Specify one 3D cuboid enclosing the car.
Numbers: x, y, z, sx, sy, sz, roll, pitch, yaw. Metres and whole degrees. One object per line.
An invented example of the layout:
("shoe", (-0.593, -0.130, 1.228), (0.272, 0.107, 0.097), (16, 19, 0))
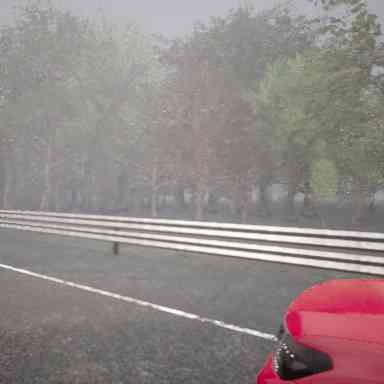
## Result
("car", (3.158, 1.222, 1.746), (5.566, 2.045, 2.150), (0, 0, 35))
